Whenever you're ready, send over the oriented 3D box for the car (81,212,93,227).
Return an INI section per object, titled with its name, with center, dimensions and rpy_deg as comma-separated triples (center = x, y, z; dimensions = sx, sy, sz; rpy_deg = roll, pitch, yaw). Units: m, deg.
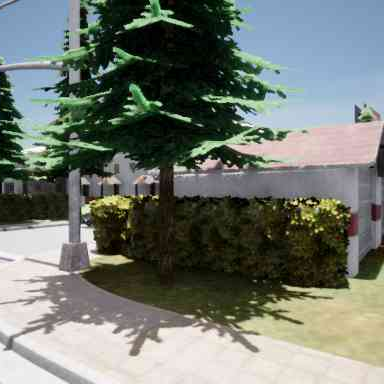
[car]
center = -5.147, 1.524, 22.513
dimensions = 1.837, 1.490, 4.892
rpy_deg = 0, 0, 35
